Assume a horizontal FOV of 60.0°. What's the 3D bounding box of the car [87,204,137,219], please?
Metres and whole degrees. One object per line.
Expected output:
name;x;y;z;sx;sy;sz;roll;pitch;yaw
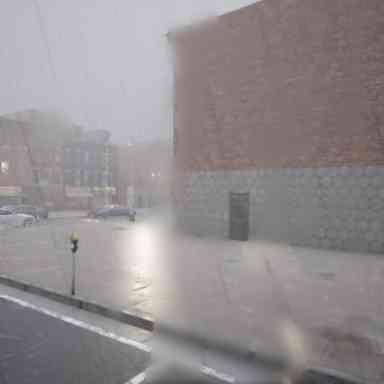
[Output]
car;-8.103;1.935;34.250;2.033;1.411;5.357;1;0;35

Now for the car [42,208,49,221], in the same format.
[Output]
car;-13.838;1.749;26.227;2.128;1.511;4.902;1;0;36

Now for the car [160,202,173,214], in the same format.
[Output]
car;-2.124;2.034;42.584;1.812;1.442;4.674;1;0;36

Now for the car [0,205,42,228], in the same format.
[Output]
car;-12.946;1.785;22.324;1.812;1.442;4.674;1;0;33
